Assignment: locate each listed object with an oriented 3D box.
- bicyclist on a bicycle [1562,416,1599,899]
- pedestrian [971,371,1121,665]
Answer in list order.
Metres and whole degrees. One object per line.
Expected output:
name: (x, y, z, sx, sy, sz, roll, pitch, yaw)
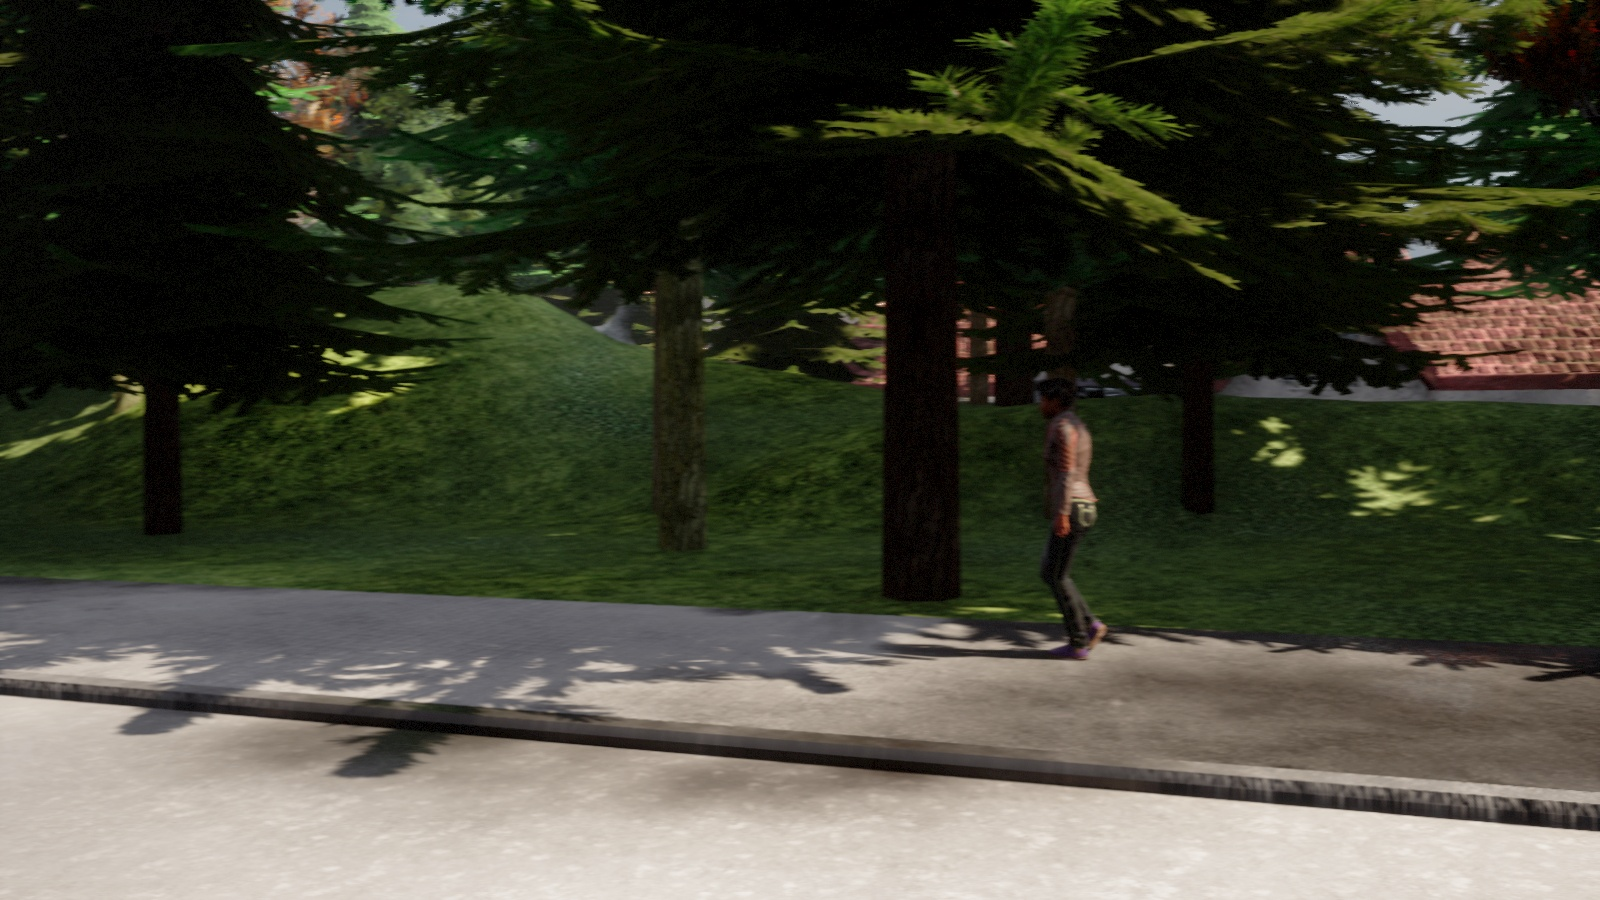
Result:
bicyclist on a bicycle: (2.684, 0.728, 2.812, 1.509, 1.612, 0.866, 1, 1, 19)
pedestrian: (1.574, 0.413, 8.064, 0.869, 1.805, 0.328, 1, 1, 31)
